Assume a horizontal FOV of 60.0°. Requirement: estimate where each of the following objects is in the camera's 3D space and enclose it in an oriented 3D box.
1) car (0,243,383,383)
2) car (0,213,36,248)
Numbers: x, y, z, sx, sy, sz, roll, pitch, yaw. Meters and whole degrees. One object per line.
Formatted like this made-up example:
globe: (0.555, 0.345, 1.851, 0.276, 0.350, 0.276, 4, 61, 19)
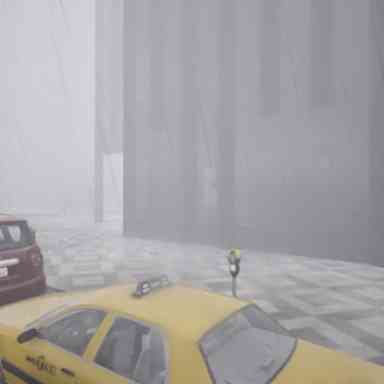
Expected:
car: (-0.592, 1.524, 3.388, 4.829, 1.417, 1.752, 0, 0, 36)
car: (-4.867, 1.311, 6.444, 5.009, 1.841, 2.192, 0, 0, 36)
